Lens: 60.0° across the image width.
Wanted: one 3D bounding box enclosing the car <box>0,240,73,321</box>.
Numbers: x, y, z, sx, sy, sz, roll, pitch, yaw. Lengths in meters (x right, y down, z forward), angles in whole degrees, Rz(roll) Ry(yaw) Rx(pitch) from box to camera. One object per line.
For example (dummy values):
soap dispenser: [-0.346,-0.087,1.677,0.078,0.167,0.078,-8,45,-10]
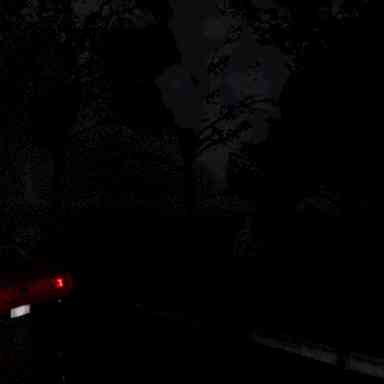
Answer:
car: [-4.552,1.638,6.653,4.718,1.301,1.895,0,0,36]
